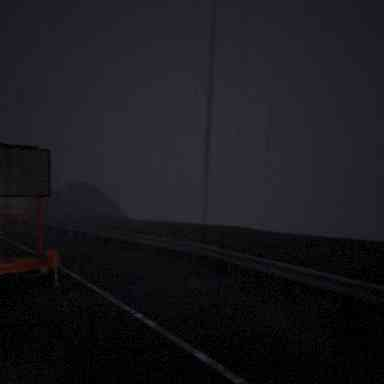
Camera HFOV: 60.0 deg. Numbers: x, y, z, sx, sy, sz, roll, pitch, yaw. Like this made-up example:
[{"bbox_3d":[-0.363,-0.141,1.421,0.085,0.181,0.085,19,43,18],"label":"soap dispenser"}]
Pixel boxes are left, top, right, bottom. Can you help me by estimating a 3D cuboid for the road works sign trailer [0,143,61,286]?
[{"bbox_3d":[-5.005,0.543,8.682,2.380,3.560,2.880,-1,0,-39],"label":"road works sign trailer"}]
